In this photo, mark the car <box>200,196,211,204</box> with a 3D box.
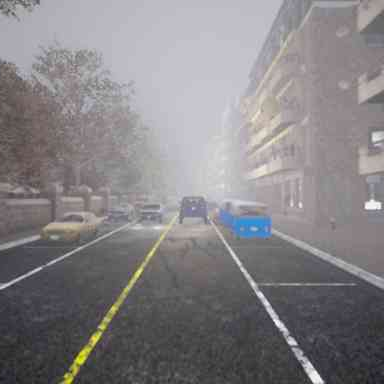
[{"bbox_3d":[2.694,1.588,66.034,1.967,1.590,4.097,1,0,0],"label":"car"}]

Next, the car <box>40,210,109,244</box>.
[{"bbox_3d":[-5.680,1.562,16.152,1.752,1.417,4.829,1,0,0],"label":"car"}]

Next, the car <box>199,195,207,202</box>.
[{"bbox_3d":[2.691,1.626,82.604,1.967,1.590,4.097,1,0,0],"label":"car"}]

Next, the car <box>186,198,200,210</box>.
[{"bbox_3d":[0.092,1.627,45.074,1.812,1.442,4.674,0,0,0],"label":"car"}]

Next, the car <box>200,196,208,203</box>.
[{"bbox_3d":[2.690,1.699,77.250,1.752,1.417,4.829,1,0,0],"label":"car"}]

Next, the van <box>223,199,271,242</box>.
[{"bbox_3d":[2.703,1.378,16.324,1.690,1.788,3.998,1,0,0],"label":"van"}]

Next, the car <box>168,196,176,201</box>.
[{"bbox_3d":[-5.693,1.756,93.649,1.887,1.381,4.507,1,0,0],"label":"car"}]

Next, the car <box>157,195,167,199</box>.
[{"bbox_3d":[-5.687,1.690,54.985,1.947,1.339,4.313,1,0,0],"label":"car"}]

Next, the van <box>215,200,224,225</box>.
[{"bbox_3d":[2.702,1.390,21.846,1.690,1.788,3.998,1,0,0],"label":"van"}]

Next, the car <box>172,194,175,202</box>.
[{"bbox_3d":[-5.691,1.731,82.603,1.887,1.381,4.507,1,0,0],"label":"car"}]

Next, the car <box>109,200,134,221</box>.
[{"bbox_3d":[-5.682,1.613,27.368,2.008,1.369,4.403,1,0,0],"label":"car"}]

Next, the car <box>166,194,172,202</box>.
[{"bbox_3d":[-5.684,1.463,66.033,2.192,1.841,5.009,1,0,0],"label":"car"}]

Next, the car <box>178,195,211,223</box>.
[{"bbox_3d":[0.095,1.279,26.549,2.150,2.045,5.566,0,0,0],"label":"car"}]

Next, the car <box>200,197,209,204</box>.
[{"bbox_3d":[2.691,1.705,71.556,1.887,1.381,4.507,1,0,0],"label":"car"}]

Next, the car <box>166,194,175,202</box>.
[{"bbox_3d":[-5.688,1.514,88.126,2.192,1.841,5.009,1,0,0],"label":"car"}]

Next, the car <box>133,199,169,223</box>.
[{"bbox_3d":[-3.101,1.563,26.096,1.837,1.490,4.892,0,0,0],"label":"car"}]

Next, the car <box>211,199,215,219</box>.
[{"bbox_3d":[2.698,1.587,27.539,1.752,1.417,4.829,1,0,0],"label":"car"}]

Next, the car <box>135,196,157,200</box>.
[{"bbox_3d":[-5.679,1.402,38.416,2.192,1.841,5.009,1,0,0],"label":"car"}]

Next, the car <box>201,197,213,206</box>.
[{"bbox_3d":[2.692,1.702,60.510,1.947,1.339,4.313,1,0,0],"label":"car"}]
